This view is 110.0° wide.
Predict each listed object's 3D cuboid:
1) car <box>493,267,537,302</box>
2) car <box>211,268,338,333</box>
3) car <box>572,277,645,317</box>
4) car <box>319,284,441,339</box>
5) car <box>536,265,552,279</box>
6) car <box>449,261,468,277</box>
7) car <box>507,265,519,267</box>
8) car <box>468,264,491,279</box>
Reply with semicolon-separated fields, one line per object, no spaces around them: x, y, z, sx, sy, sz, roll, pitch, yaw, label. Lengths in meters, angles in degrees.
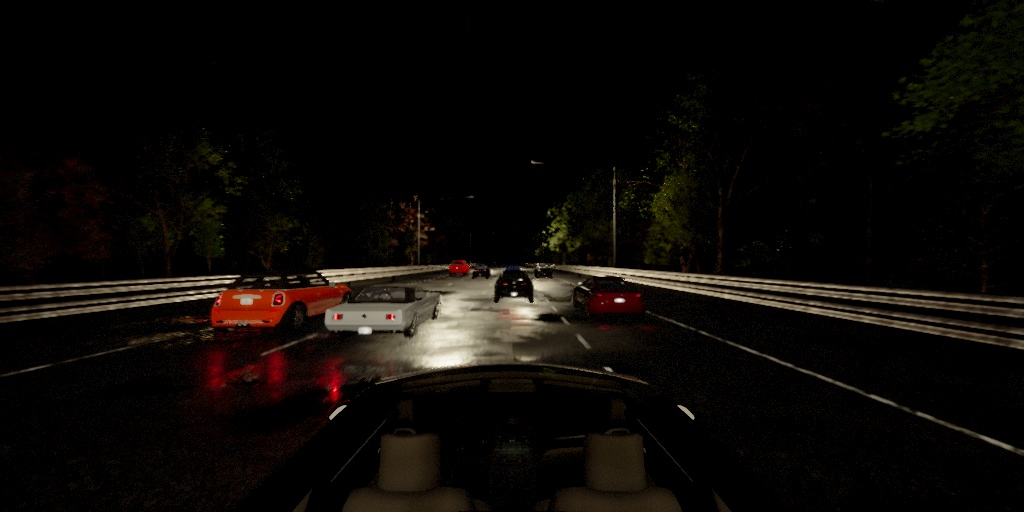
0.099;1.496;18.610;1.837;1.490;4.892;0;-1;0;car
-6.901;1.238;11.453;2.097;1.767;4.553;0;-1;0;car
3.598;1.488;14.000;1.994;1.385;4.181;0;-1;0;car
-3.401;1.475;10.543;1.895;1.301;4.718;0;-1;0;car
3.595;1.826;41.936;2.128;1.511;4.902;0;-1;0;car
-6.906;1.641;47.675;2.150;2.045;5.566;0;-1;0;car
0.097;1.815;42.202;1.882;1.535;5.008;0;-1;0;car
-3.404;1.807;40.675;2.128;1.511;4.902;0;-1;0;car
